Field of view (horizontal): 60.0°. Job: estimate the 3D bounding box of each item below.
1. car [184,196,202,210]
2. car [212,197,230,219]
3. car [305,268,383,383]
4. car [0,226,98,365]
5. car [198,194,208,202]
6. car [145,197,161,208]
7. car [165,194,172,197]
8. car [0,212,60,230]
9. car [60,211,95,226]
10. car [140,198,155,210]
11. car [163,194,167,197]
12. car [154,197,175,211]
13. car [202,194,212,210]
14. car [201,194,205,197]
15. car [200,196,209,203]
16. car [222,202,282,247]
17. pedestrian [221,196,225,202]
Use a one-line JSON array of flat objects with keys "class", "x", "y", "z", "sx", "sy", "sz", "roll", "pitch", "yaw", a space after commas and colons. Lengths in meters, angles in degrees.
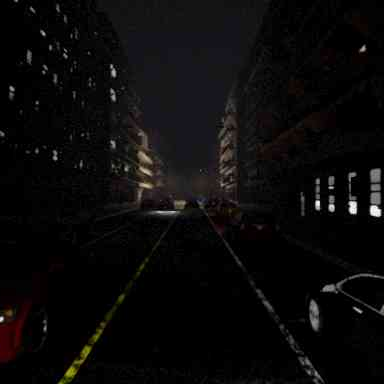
[{"class": "car", "x": 0.014, "y": 1.596, "z": 44.131, "sx": 1.994, "sy": 1.385, "sz": 4.181, "roll": 0, "pitch": 0, "yaw": 0}, {"class": "car", "x": 2.995, "y": 1.476, "z": 28.884, "sx": 1.801, "sy": 1.575, "sz": 5.366, "roll": 0, "pitch": 0, "yaw": 0}, {"class": "car", "x": 2.701, "y": 1.553, "z": 3.820, "sx": 2.008, "sy": 1.369, "sz": 4.403, "roll": 1, "pitch": 0, "yaw": 0}, {"class": "car", "x": -3.101, "y": 1.568, "z": 5.851, "sx": 1.994, "sy": 1.385, "sz": 4.181, "roll": 0, "pitch": 0, "yaw": 0}, {"class": "car", "x": 2.690, "y": 1.386, "z": 83.083, "sx": 2.192, "sy": 1.841, "sz": 5.009, "roll": 1, "pitch": 0, "yaw": 0}, {"class": "car", "x": -5.687, "y": 1.562, "z": 48.982, "sx": 1.752, "sy": 1.417, "sz": 4.829, "roll": 1, "pitch": 0, "yaw": 0}, {"class": "car", "x": -5.689, "y": 1.380, "z": 77.460, "sx": 2.192, "sy": 1.841, "sz": 5.009, "roll": 1, "pitch": 0, "yaw": 0}, {"class": "car", "x": -5.679, "y": 1.446, "z": 9.521, "sx": 1.967, "sy": 1.590, "sz": 4.097, "roll": 1, "pitch": 0, "yaw": 0}, {"class": "car", "x": -5.682, "y": 1.561, "z": 15.182, "sx": 2.008, "sy": 1.369, "sz": 4.403, "roll": 1, "pitch": 0, "yaw": 0}, {"class": "car", "x": -5.686, "y": 1.577, "z": 43.491, "sx": 1.887, "sy": 1.381, "sz": 4.507, "roll": 1, "pitch": 0, "yaw": 0}, {"class": "car", "x": -5.688, "y": 1.567, "z": 54.644, "sx": 1.752, "sy": 1.417, "sz": 4.829, "roll": 1, "pitch": 0, "yaw": 0}, {"class": "car", "x": -3.098, "y": 1.593, "z": 40.556, "sx": 1.994, "sy": 1.385, "sz": 4.181, "roll": 0, "pitch": 0, "yaw": 0}, {"class": "car", "x": 2.696, "y": 1.472, "z": 43.452, "sx": 1.967, "sy": 1.590, "sz": 4.097, "roll": 1, "pitch": 0, "yaw": 0}, {"class": "car", "x": 2.695, "y": 1.476, "z": 49.113, "sx": 1.967, "sy": 1.590, "sz": 4.097, "roll": 1, "pitch": 0, "yaw": 0}, {"class": "car", "x": 2.688, "y": 1.640, "z": 71.760, "sx": 1.802, "sy": 1.307, "sz": 4.206, "roll": 1, "pitch": 0, "yaw": 0}, {"class": "car", "x": 2.700, "y": 1.450, "z": 15.143, "sx": 1.967, "sy": 1.590, "sz": 4.097, "roll": 1, "pitch": 0, "yaw": 0}, {"class": "pedestrian", "x": 2.994, "y": 1.317, "z": 31.891, "sx": 0.375, "sy": 1.860, "sz": 0.375, "roll": 1, "pitch": -1, "yaw": -3}]
